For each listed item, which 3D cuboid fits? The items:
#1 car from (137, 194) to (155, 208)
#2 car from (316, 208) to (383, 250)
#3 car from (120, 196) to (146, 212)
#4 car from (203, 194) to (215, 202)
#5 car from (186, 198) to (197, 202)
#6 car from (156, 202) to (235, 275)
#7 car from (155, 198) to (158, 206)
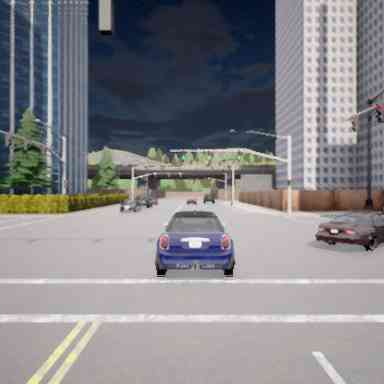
[{"bbox_3d":[-7.130,1.302,48.772,2.150,2.045,5.566,0,0,0],"label":"car"},{"bbox_3d":[7.611,1.571,14.388,5.357,1.411,2.033,0,0,-35],"label":"car"},{"bbox_3d":[-7.142,1.556,38.905,2.128,1.511,4.902,0,0,0],"label":"car"},{"bbox_3d":[3.421,1.334,66.863,2.150,2.045,5.566,0,0,0],"label":"car"},{"bbox_3d":[-0.056,1.702,61.377,1.895,1.301,4.718,0,0,0],"label":"car"},{"bbox_3d":[0.083,1.368,10.619,2.097,1.767,4.553,0,0,0],"label":"car"},{"bbox_3d":[-7.069,1.661,58.637,1.994,1.385,4.181,0,0,0],"label":"car"}]
